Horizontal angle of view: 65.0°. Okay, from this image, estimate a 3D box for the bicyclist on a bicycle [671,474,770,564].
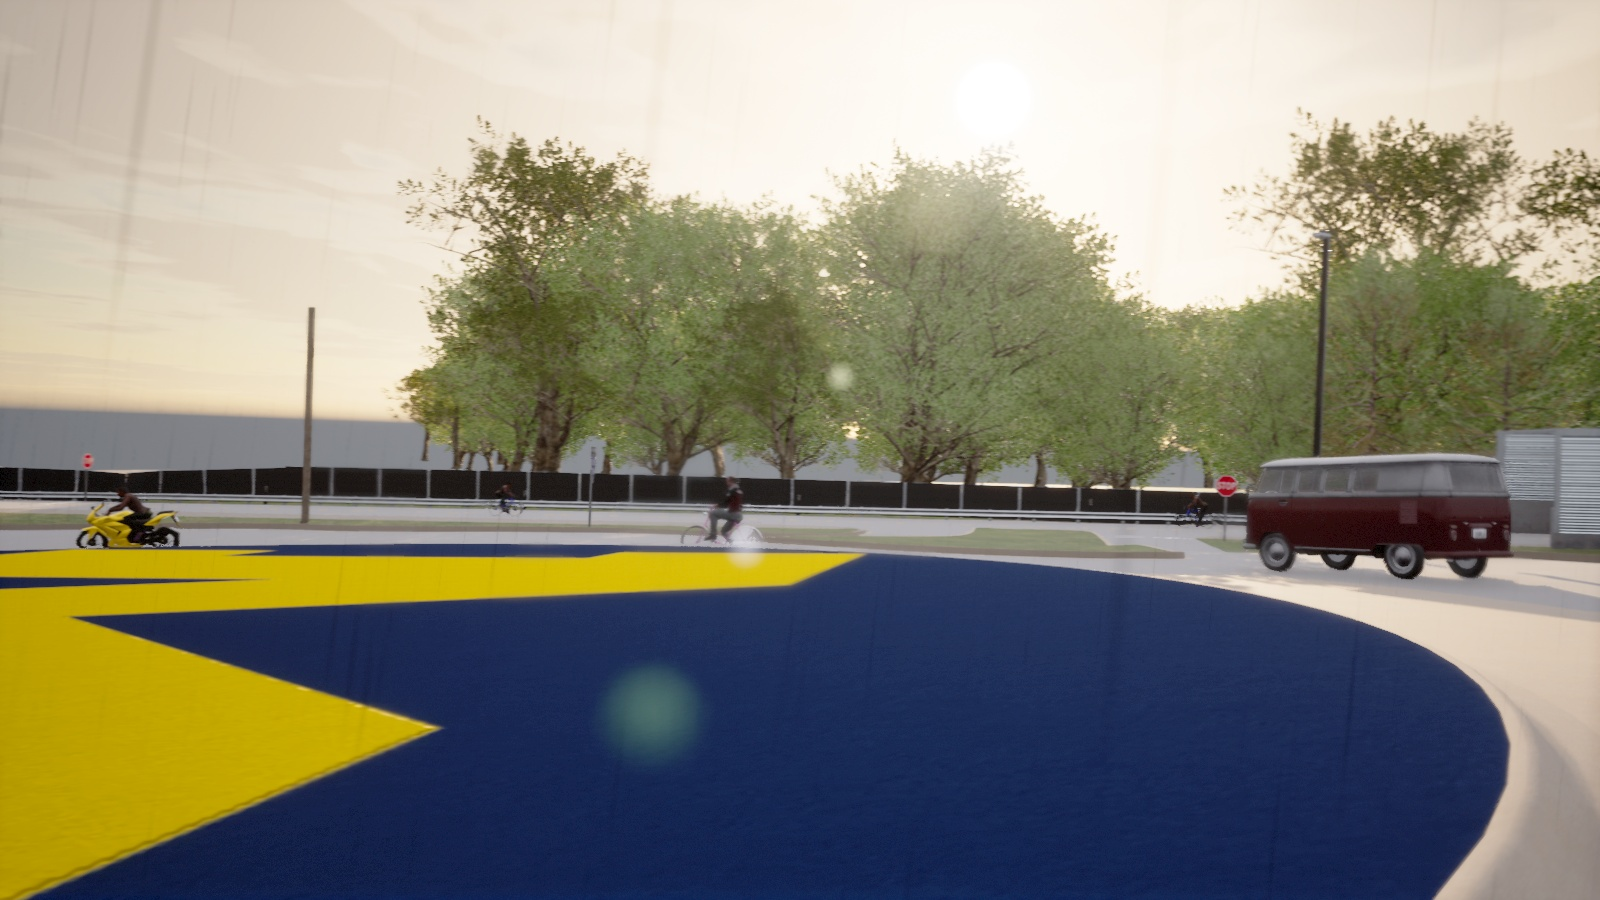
[{"bbox_3d":[-1.639,1.414,25.800,1.843,1.776,0.659,0,-5,21],"label":"bicyclist on a bicycle"}]

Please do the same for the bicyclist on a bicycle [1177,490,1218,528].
[{"bbox_3d":[17.638,2.623,55.758,1.656,1.620,0.582,0,0,11],"label":"bicyclist on a bicycle"}]

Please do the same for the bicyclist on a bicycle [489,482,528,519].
[{"bbox_3d":[-13.443,2.330,57.944,1.656,1.620,0.582,1,1,10],"label":"bicyclist on a bicycle"}]

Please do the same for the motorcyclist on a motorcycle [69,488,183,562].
[{"bbox_3d":[-14.450,1.582,26.997,2.044,1.523,0.797,0,-1,-18],"label":"motorcyclist on a motorcycle"}]

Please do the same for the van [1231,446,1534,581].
[{"bbox_3d":[9.503,1.047,20.933,1.775,1.987,4.442,1,-3,-25],"label":"van"}]
